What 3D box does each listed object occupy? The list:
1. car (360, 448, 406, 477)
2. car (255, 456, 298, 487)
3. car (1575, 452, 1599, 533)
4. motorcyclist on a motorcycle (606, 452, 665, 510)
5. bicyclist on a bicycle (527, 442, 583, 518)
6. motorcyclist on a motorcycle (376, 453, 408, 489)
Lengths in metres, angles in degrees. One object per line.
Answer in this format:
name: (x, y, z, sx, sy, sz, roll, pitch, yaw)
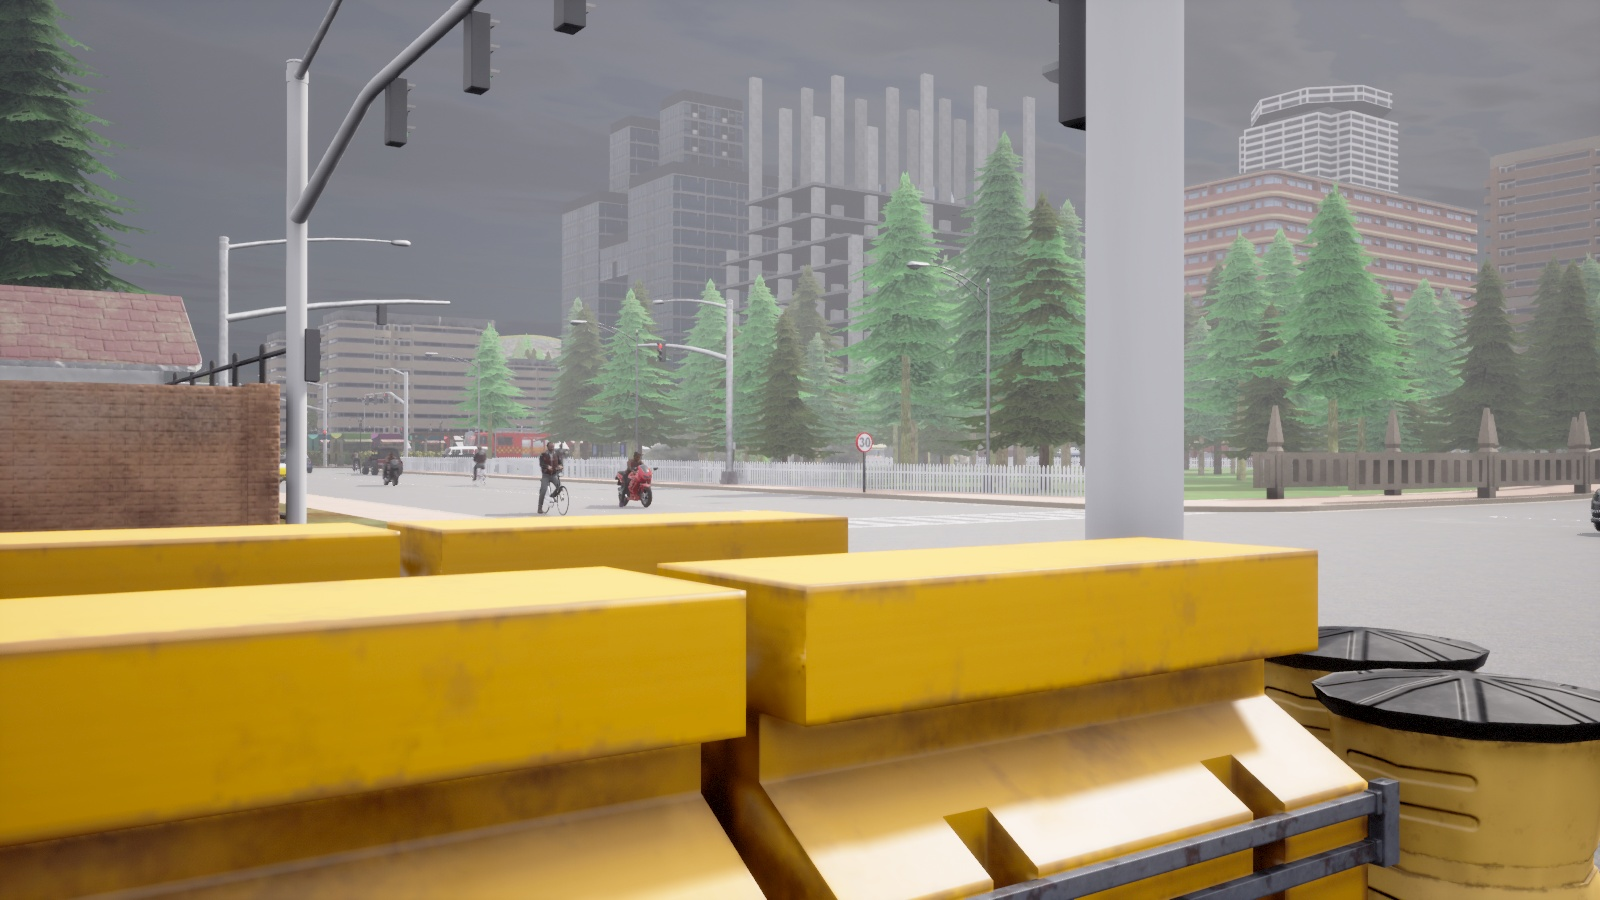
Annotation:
car: (-27.282, 0.799, 82.118, 1.905, 1.878, 3.866, 0, 0, -33)
car: (-24.384, 0.994, 58.435, 1.481, 1.376, 2.207, 0, -1, -33)
car: (16.932, 0.772, 23.982, 4.892, 1.490, 1.837, 0, 0, -35)
motorcyclist on a motorcycle: (-4.504, 0.820, 34.329, 0.797, 1.523, 2.044, 0, 0, -33)
bicyclist on a bicycle: (-5.881, 0.701, 30.030, 0.659, 1.776, 1.843, 0, 0, -33)
motorcyclist on a motorcycle: (-17.802, 0.899, 54.743, 0.797, 1.523, 2.044, 0, 0, -33)
